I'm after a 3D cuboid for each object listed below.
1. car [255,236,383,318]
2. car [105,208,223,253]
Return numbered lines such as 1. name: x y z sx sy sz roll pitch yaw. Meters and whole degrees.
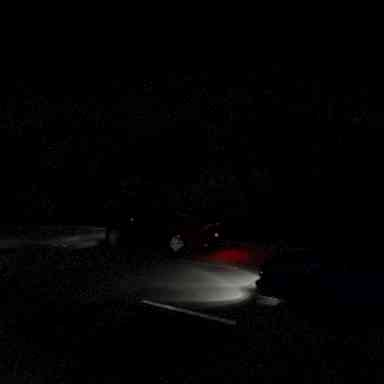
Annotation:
1. car: 3.862 1.470 5.682 5.357 1.411 2.033 0 1 34
2. car: -1.245 1.370 13.126 5.008 1.535 1.882 0 0 32
